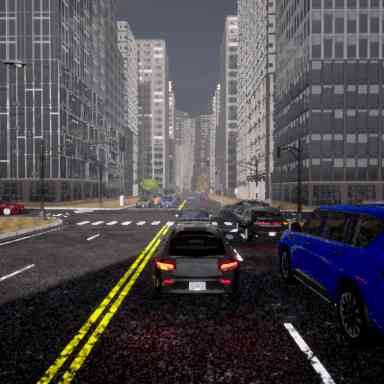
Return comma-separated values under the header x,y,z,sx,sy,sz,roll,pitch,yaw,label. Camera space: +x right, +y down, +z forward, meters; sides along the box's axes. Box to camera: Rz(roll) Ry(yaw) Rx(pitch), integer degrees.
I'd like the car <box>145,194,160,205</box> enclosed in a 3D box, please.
x,y,z,sx,sy,sz,roll,pitch,yaw,label
-6.624,1.309,56.473,2.097,1.767,4.553,0,0,0,car

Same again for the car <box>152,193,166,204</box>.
x,y,z,sx,sy,sz,roll,pitch,yaw,label
-6.577,1.166,66.002,2.150,2.045,5.566,0,0,1,car

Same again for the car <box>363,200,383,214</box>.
x,y,z,sx,sy,sz,roll,pitch,yaw,label
21.784,1.643,36.682,4.829,1.417,1.752,1,0,1,car

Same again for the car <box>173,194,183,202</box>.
x,y,z,sx,sy,sz,roll,pitch,yaw,label
-3.304,1.284,77.379,2.097,1.767,4.553,0,0,0,car

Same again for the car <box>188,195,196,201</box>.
x,y,z,sx,sy,sz,roll,pitch,yaw,label
-0.056,1.464,80.807,2.033,1.411,5.357,0,0,0,car

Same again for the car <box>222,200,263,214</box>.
x,y,z,sx,sy,sz,roll,pitch,yaw,label
5.371,1.540,33.265,4.892,1.490,1.837,1,0,-15,car

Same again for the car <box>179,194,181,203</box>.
x,y,z,sx,sy,sz,roll,pitch,yaw,label
-3.374,1.503,57.355,2.033,1.411,5.357,0,0,0,car

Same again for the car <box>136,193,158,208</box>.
x,y,z,sx,sy,sz,roll,pitch,yaw,label
-6.660,1.318,47.835,2.097,1.767,4.553,0,0,1,car

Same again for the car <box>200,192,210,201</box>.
x,y,z,sx,sy,sz,roll,pitch,yaw,label
3.196,1.443,79.589,1.812,1.442,4.674,0,0,0,car

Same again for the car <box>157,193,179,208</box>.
x,y,z,sx,sy,sz,roll,pitch,yaw,label
-3.378,1.318,47.883,2.097,1.767,4.553,0,0,0,car

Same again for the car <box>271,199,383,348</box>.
x,y,z,sx,sy,sz,roll,pitch,yaw,label
3.349,1.218,6.413,2.150,2.045,5.566,0,0,0,car

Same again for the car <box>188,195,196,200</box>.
x,y,z,sx,sy,sz,roll,pitch,yaw,label
-0.063,1.461,90.703,1.994,1.385,4.181,0,0,0,car

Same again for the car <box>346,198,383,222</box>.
x,y,z,sx,sy,sz,roll,pitch,yaw,label
16.181,1.519,28.391,5.009,1.841,2.192,1,0,1,car

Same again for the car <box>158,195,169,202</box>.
x,y,z,sx,sy,sz,roll,pitch,yaw,label
-6.554,1.470,76.482,2.033,1.411,5.357,0,0,0,car

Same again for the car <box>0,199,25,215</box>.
x,y,z,sx,sy,sz,roll,pitch,yaw,label
-18.539,1.330,31.516,5.008,1.535,1.882,1,1,1,car

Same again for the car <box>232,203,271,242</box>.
x,y,z,sx,sy,sz,roll,pitch,yaw,label
3.339,1.496,16.273,1.837,1.490,4.892,0,0,0,car

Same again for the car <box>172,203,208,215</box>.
x,y,z,sx,sy,sz,roll,pitch,yaw,label
0.089,1.538,17.544,2.033,1.411,5.357,0,0,0,car

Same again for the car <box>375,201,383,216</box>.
x,y,z,sx,sy,sz,roll,pitch,yaw,label
21.444,1.721,34.093,4.181,1.385,1.994,1,1,1,car

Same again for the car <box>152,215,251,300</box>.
x,y,z,sx,sy,sz,roll,pitch,yaw,label
0.093,1.522,8.270,1.812,1.442,4.674,0,0,0,car

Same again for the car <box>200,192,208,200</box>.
x,y,z,sx,sy,sz,roll,pitch,yaw,label
3.188,0.967,89.619,2.150,2.045,5.566,0,0,0,car
